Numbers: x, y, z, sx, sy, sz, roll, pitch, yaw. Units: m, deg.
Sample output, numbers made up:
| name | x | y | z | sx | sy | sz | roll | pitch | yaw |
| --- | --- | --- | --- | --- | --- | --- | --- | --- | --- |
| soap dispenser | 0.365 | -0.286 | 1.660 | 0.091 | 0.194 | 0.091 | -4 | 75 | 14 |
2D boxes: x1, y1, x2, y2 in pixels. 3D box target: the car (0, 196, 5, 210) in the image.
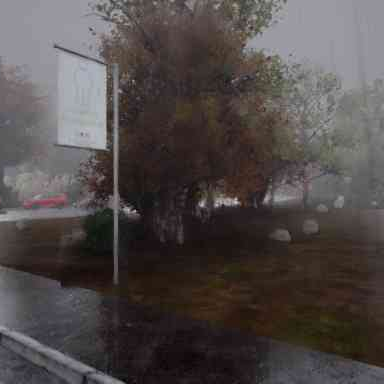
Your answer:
| name | x | y | z | sx | sy | sz | roll | pitch | yaw |
| --- | --- | --- | --- | --- | --- | --- | --- | --- | --- |
| car | -21.652 | 1.221 | 32.825 | 2.150 | 2.045 | 5.566 | 0 | 0 | 39 |

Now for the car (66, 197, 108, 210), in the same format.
| name | x | y | z | sx | sy | sz | roll | pitch | yaw |
| --- | --- | --- | --- | --- | --- | --- | --- | --- | --- |
| car | -13.233 | 1.470 | 43.392 | 2.128 | 1.511 | 4.902 | 0 | 0 | 38 |

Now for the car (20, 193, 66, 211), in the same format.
| name | x | y | z | sx | sy | sz | roll | pitch | yaw |
| --- | --- | --- | --- | --- | --- | --- | --- | --- | --- |
| car | -18.655 | 1.212 | 42.182 | 2.150 | 2.045 | 5.566 | 0 | 0 | 38 |
